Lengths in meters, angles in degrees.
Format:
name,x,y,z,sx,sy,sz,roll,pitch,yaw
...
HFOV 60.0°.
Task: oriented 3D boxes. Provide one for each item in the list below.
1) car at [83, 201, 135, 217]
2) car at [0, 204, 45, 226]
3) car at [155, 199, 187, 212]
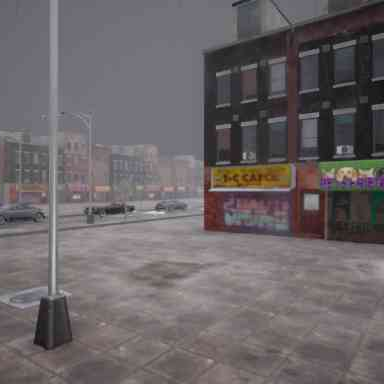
name,x,y,z,sx,sy,sz,roll,pitch,yaw
car,-7.556,1.519,30.516,1.895,1.301,4.718,0,0,36
car,-12.598,1.515,23.380,1.994,1.385,4.181,0,0,36
car,-2.363,1.450,37.863,1.994,1.385,4.181,0,0,35
